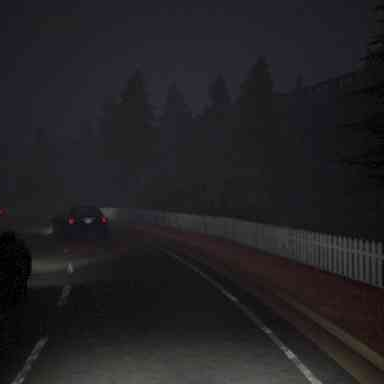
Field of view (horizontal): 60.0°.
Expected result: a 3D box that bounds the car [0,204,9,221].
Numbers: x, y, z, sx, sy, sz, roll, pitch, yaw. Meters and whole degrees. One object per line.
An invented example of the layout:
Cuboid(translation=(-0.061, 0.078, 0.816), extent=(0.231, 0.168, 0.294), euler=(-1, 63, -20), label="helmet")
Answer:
Cuboid(translation=(-18.756, 1.767, 29.451), extent=(5.357, 1.411, 2.033), euler=(-1, 0, 32), label="car")

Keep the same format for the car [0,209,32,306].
Cuboid(translation=(-4.192, 1.267, 4.948), extent=(2.150, 2.045, 5.566), euler=(0, 0, -11), label="car")

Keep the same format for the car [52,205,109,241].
Cuboid(translation=(-6.033, 1.441, 17.635), extent=(2.097, 1.767, 4.553), euler=(0, 0, -32), label="car")
